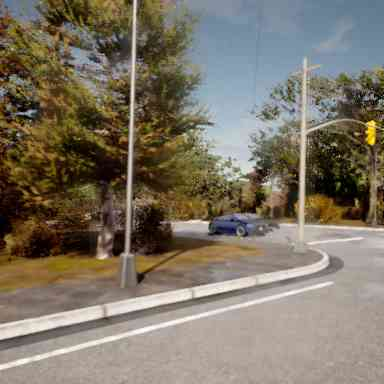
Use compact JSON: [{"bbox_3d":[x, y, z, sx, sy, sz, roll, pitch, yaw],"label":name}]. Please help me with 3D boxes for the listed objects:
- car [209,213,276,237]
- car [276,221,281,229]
[{"bbox_3d":[2.982,2.127,21.760,1.994,1.385,4.181,2,-3,-37],"label":"car"},{"bbox_3d":[4.276,2.321,25.875,2.033,1.411,5.357,3,-4,-38],"label":"car"}]
